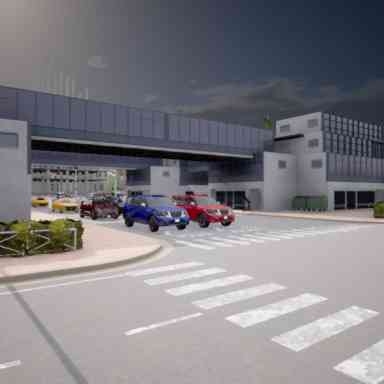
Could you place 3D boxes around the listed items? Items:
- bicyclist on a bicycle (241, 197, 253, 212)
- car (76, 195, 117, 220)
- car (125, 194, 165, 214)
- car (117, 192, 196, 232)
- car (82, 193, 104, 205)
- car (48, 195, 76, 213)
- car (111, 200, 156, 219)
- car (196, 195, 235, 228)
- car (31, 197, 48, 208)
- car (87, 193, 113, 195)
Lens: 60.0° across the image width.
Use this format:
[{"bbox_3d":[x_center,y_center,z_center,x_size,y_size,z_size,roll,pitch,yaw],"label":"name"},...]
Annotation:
[{"bbox_3d":[5.771,1.302,34.903,1.656,1.620,0.582,0,0,-36],"label":"bicyclist on a bicycle"},{"bbox_3d":[-7.911,1.352,28.248,2.097,1.767,4.553,0,0,-36],"label":"car"},{"bbox_3d":[-5.321,1.221,36.950,2.150,2.045,5.566,0,0,-36],"label":"car"},{"bbox_3d":[-2.400,1.221,20.616,2.150,2.045,5.566,0,0,-35],"label":"car"},{"bbox_3d":[-17.903,1.221,60.095,2.150,2.045,5.566,0,0,-36],"label":"car"},{"bbox_3d":[-14.044,1.477,36.724,1.882,1.535,5.008,0,0,-36],"label":"car"},{"bbox_3d":[-5.574,1.547,30.985,2.033,1.411,5.357,0,0,-36],"label":"car"},{"bbox_3d":[0.443,1.221,22.698,2.150,2.045,5.566,0,0,-36],"label":"car"},{"bbox_3d":[-21.846,1.477,47.602,1.882,1.535,5.008,0,0,-35],"label":"car"},{"bbox_3d":[-11.422,1.352,39.070,2.097,1.767,4.553,0,0,-36],"label":"car"}]
